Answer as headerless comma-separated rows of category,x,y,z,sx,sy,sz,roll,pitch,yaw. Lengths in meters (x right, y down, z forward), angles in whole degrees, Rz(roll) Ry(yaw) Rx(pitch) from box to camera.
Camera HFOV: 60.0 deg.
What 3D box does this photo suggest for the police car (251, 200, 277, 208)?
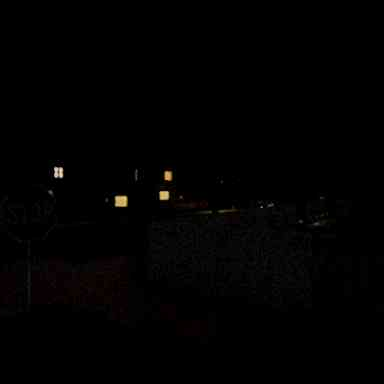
police car,8.197,1.697,38.826,2.038,1.542,4.974,-1,-1,34
